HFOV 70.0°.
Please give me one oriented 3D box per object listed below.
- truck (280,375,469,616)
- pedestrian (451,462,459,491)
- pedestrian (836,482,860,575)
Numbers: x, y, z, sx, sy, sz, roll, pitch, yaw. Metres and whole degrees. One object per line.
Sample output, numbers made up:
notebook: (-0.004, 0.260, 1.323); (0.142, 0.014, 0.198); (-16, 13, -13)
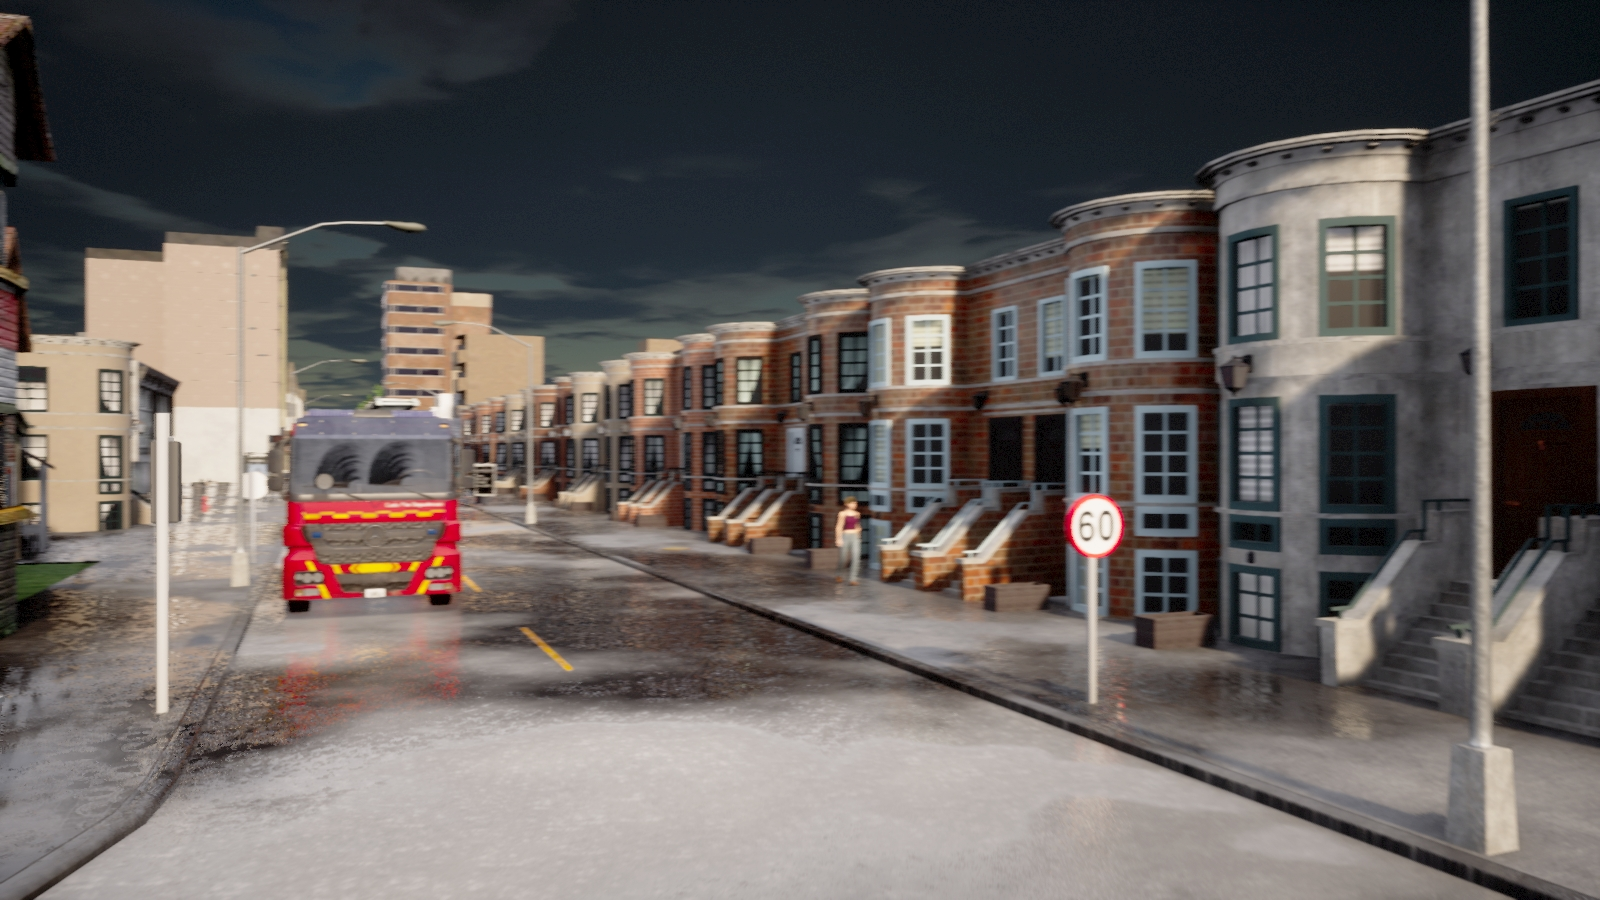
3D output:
truck: (-8.538, 0.736, 22.590); (2.891, 3.827, 8.468); (0, 0, -23)
pedestrian: (-22.574, 1.730, 74.715); (0.375, 1.860, 0.375); (0, 0, 5)
pedestrian: (0.974, 1.578, 23.128); (0.375, 1.860, 0.375); (0, 0, -22)
